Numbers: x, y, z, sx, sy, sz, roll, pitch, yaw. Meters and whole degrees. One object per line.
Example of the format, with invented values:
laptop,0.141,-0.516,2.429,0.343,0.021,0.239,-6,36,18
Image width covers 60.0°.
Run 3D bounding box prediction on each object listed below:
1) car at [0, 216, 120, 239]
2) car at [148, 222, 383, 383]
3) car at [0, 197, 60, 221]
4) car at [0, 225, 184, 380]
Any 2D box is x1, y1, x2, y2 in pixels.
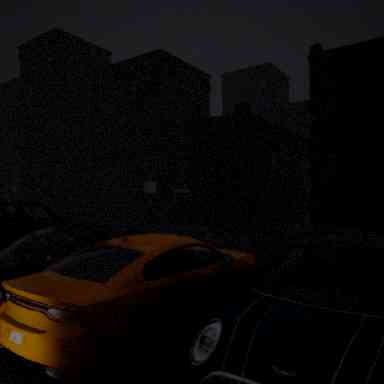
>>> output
car,-2.685,1.455,7.279,2.231,1.521,4.892,0,0,36
car,1.855,1.351,4.071,2.185,1.767,4.553,0,0,36
car,-4.932,1.191,8.910,2.435,2.045,5.566,0,0,35
car,-0.531,1.465,5.728,2.097,1.535,5.008,0,0,36
